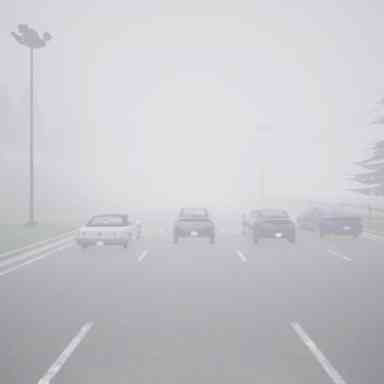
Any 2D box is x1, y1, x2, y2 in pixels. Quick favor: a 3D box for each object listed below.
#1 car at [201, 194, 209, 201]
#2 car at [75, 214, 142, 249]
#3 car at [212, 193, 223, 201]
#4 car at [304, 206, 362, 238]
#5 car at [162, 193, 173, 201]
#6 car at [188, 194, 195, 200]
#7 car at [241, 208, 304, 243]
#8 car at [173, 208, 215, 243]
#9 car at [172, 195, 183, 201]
[{"bbox_3d":[3.495,1.631,88.828,1.994,1.385,4.181,0,0,0],"label":"car"},{"bbox_3d":[-3.408,1.615,14.559,1.895,1.301,4.718,0,0,0],"label":"car"},{"bbox_3d":[6.995,1.302,88.442,2.150,2.045,5.566,0,0,0],"label":"car"},{"bbox_3d":[7.094,1.495,17.712,1.882,1.535,5.008,0,0,0],"label":"car"},{"bbox_3d":[-7.005,1.631,88.857,1.994,1.385,4.181,0,0,0],"label":"car"},{"bbox_3d":[-0.005,1.602,88.828,1.812,1.442,4.674,0,0,0],"label":"car"},{"bbox_3d":[3.593,1.522,16.202,1.837,1.490,4.892,0,0,0],"label":"car"},{"bbox_3d":[0.093,1.507,16.164,2.128,1.511,4.902,0,0,0],"label":"car"},{"bbox_3d":[-3.505,1.577,88.411,1.837,1.490,4.892,0,0,0],"label":"car"}]
